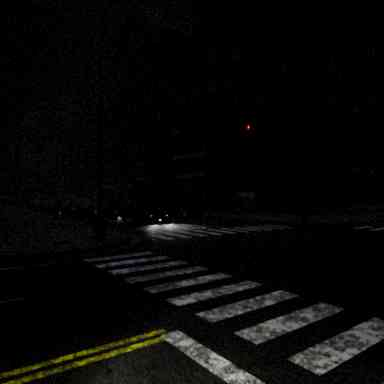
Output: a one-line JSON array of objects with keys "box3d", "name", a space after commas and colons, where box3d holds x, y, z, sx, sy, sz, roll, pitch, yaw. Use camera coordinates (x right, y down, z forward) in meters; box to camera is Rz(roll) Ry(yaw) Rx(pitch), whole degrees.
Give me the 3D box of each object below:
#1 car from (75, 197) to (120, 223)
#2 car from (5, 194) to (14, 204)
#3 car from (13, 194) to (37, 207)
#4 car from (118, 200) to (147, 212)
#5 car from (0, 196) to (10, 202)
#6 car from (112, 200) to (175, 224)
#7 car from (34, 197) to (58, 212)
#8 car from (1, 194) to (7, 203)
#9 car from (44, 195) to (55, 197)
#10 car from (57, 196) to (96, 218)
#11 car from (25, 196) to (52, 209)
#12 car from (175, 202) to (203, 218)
[{"box3d": [-7.254, 1.438, 25.662, 1.967, 1.590, 4.097, 0, 0, -35], "name": "car"}, {"box3d": [-32.822, 1.569, 61.577, 2.008, 1.369, 4.403, 0, 0, -35], "name": "car"}, {"box3d": [-26.429, 1.448, 52.598, 1.967, 1.590, 4.097, 0, 0, -35], "name": "car"}, {"box3d": [-7.109, 1.623, 39.295, 1.802, 1.307, 4.206, 0, 0, -35], "name": "car"}, {"box3d": [-42.410, 1.617, 75.046, 1.802, 1.307, 4.206, 0, 0, -35], "name": "car"}, {"box3d": [-3.817, 1.561, 25.177, 2.033, 1.411, 5.357, 0, 0, -37], "name": "car"}, {"box3d": [-16.842, 1.580, 39.130, 1.802, 1.307, 4.206, 0, 0, -35], "name": "car"}, {"box3d": [-39.213, 1.575, 70.556, 1.887, 1.381, 4.507, 0, 0, -35], "name": "car"}, {"box3d": [-29.479, 1.509, 70.721, 1.967, 1.590, 4.097, 0, 0, -35], "name": "car"}, {"box3d": [-10.450, 1.437, 30.152, 1.967, 1.590, 4.097, 0, 0, -35], "name": "car"}, {"box3d": [-20.038, 1.550, 43.619, 2.008, 1.369, 4.403, 0, 0, -35], "name": "car"}, {"box3d": [-0.717, 1.609, 30.315, 1.947, 1.339, 4.313, 0, 0, -35], "name": "car"}]
